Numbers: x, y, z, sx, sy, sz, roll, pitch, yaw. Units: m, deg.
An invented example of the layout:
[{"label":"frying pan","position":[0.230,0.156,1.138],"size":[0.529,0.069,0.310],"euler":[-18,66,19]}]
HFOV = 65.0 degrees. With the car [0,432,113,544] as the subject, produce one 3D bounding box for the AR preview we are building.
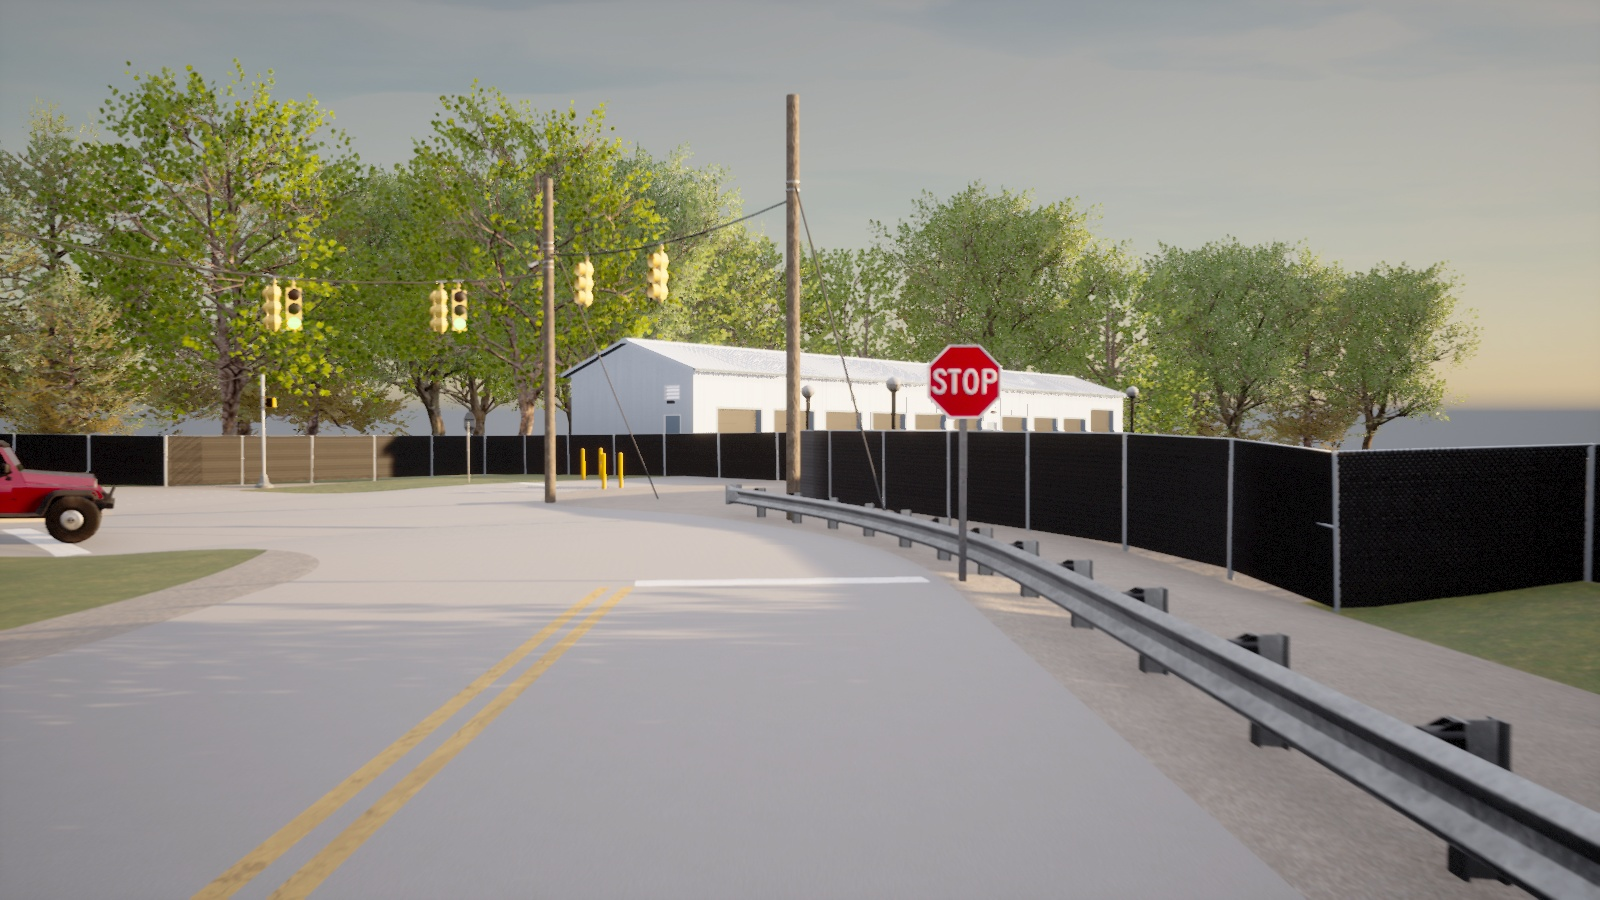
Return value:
[{"label":"car","position":[-14.281,0.636,22.038],"size":[3.866,1.878,1.905],"euler":[1,1,-28]}]
